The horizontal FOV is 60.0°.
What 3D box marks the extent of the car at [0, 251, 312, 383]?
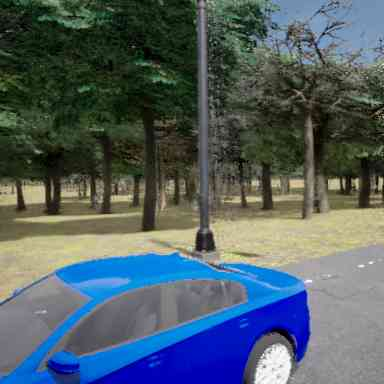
[{"bbox_3d":[-0.859,1.476,3.411,5.008,1.535,1.882,-1,0,-36],"label":"car"}]
